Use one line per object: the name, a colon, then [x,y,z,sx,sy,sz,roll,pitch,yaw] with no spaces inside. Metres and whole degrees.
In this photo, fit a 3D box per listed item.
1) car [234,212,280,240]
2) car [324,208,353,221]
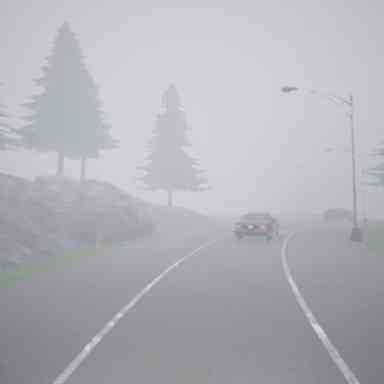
car: [3.767,1.832,18.711,2.033,1.411,5.357,-1,-2,21]
car: [17.175,2.579,38.952,4.902,1.511,2.128,3,-6,-44]
